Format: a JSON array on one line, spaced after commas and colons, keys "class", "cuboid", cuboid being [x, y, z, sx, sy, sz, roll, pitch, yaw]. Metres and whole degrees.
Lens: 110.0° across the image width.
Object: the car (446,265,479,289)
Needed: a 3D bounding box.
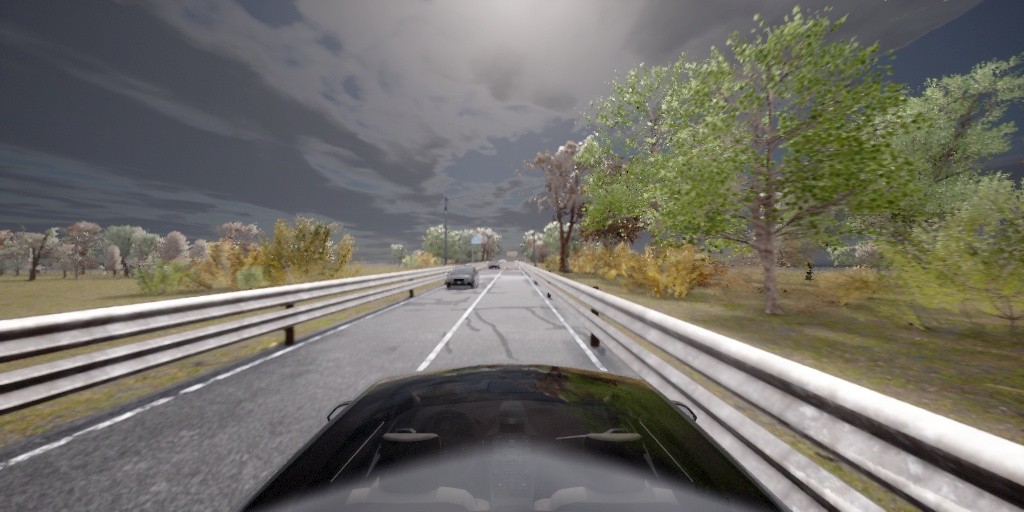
[{"class": "car", "cuboid": [-3.357, 1.429, 25.115, 1.837, 1.490, 4.892, 0, 0, 0]}]
